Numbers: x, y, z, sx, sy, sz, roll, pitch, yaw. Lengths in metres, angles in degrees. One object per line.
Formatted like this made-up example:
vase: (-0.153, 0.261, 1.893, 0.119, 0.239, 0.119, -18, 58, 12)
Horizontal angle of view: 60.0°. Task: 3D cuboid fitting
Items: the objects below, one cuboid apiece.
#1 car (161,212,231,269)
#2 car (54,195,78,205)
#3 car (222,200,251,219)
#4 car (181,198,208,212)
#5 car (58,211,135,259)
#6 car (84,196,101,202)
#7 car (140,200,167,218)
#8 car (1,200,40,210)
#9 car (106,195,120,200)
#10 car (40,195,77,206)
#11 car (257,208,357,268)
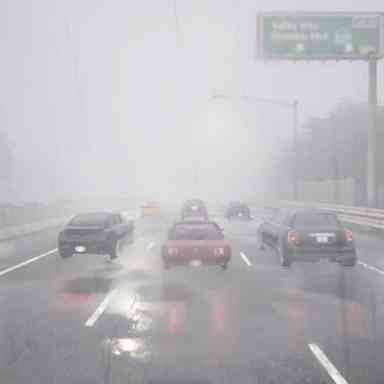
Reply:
car: (0.115, 1.577, 10.975, 1.895, 1.301, 4.718, 0, 0, 0)
car: (-20.685, 1.342, 54.879, 1.882, 1.535, 5.008, 0, 0, 1)
car: (3.695, 1.438, 27.789, 1.837, 1.490, 4.892, 0, 0, 0)
car: (0.192, 1.286, 27.461, 2.097, 1.767, 4.553, 0, 0, 0)
car: (-3.378, 1.477, 12.509, 1.837, 1.490, 4.892, 0, 0, 0)
car: (-17.132, 1.422, 57.605, 1.994, 1.385, 4.181, 0, 0, 1)
car: (-3.294, 1.407, 29.200, 1.882, 1.535, 5.008, 0, 0, 0)
car: (-17.446, 1.514, 34.761, 1.895, 1.301, 4.718, 0, 0, 1)
car: (-13.634, 1.365, 57.701, 1.837, 1.490, 4.892, 0, 0, 1)
car: (-13.934, 1.404, 35.816, 2.128, 1.511, 4.902, 0, 0, 1)
car: (3.616, 1.328, 11.328, 2.097, 1.767, 4.553, 0, 0, 0)
